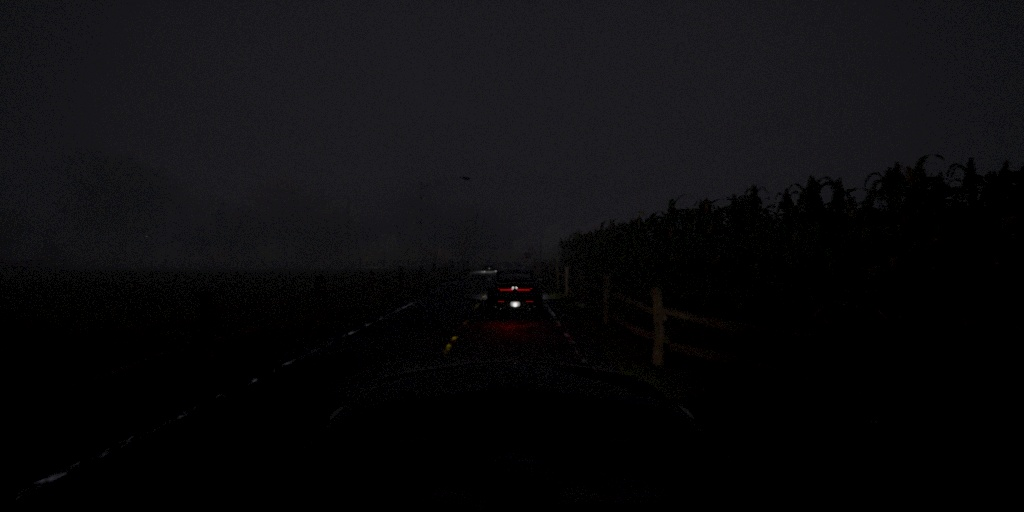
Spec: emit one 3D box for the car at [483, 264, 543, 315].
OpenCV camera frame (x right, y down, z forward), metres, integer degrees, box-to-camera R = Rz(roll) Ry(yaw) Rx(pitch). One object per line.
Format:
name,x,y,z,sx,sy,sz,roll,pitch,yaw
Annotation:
car,0.101,1.220,13.430,1.837,1.490,4.892,0,0,0

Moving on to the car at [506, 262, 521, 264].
car,0.100,1.197,30.423,2.033,1.411,5.357,0,0,0

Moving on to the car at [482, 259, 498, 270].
car,-2.754,1.129,46.211,2.033,1.411,5.357,0,0,0
